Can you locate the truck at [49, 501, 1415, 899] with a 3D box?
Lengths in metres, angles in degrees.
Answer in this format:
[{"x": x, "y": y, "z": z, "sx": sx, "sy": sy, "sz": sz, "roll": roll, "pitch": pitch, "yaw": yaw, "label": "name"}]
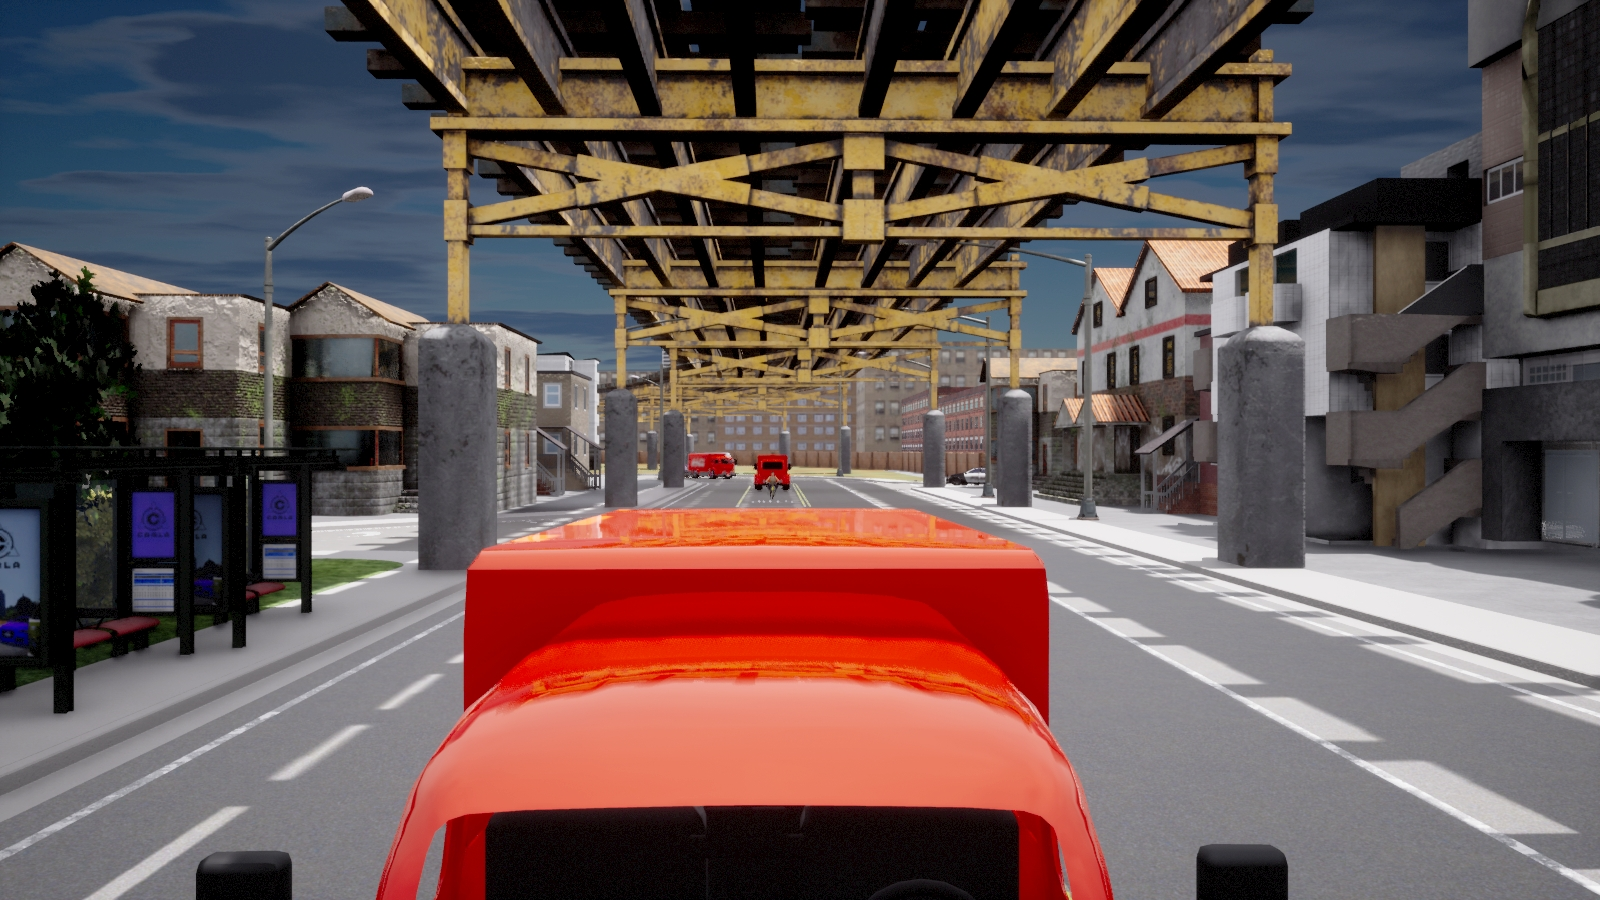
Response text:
[{"x": -0.167, "y": 1.568, "z": 4.802, "sx": 2.627, "sy": 2.467, "sz": 5.204, "roll": 0, "pitch": 0, "yaw": -1, "label": "truck"}]
